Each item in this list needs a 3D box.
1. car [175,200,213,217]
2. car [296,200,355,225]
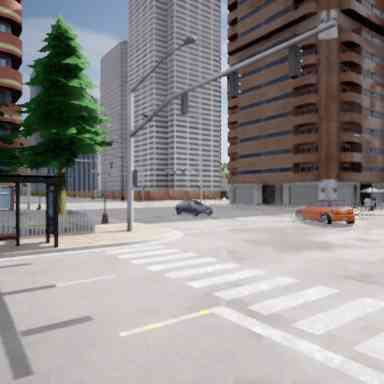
[{"bbox_3d":[0.089,1.543,32.466,1.812,1.442,4.674,0,0,-36],"label":"car"},{"bbox_3d":[9.581,1.355,24.309,2.097,1.767,4.553,0,0,-14],"label":"car"}]
